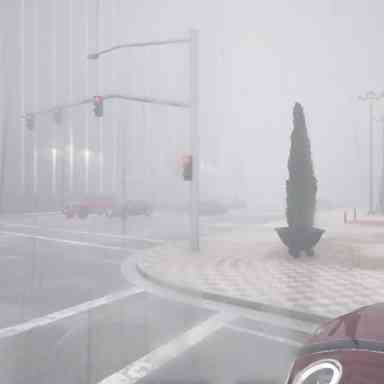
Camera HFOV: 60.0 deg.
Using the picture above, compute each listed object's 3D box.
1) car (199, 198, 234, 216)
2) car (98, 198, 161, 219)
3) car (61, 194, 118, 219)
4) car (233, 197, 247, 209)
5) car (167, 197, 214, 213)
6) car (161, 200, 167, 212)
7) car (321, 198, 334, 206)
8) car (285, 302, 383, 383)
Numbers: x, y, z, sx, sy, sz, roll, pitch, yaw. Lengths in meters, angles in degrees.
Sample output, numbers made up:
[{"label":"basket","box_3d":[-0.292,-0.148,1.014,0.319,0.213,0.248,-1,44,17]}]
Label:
[{"label":"car","box_3d":[2.037,1.564,32.932,1.994,1.385,4.181,0,0,35]},{"label":"car","box_3d":[-5.277,1.492,28.909,2.128,1.511,4.902,0,0,35]},{"label":"car","box_3d":[-8.872,1.221,29.858,2.150,2.045,5.566,0,0,35]},{"label":"car","box_3d":[5.743,1.492,44.700,2.128,1.511,4.902,0,0,35]},{"label":"car","box_3d":[-0.067,1.492,36.381,2.128,1.511,4.902,0,0,35]},{"label":"car","box_3d":[-3.169,1.564,38.046,1.994,1.385,4.181,0,0,35]},{"label":"car","box_3d":[22.646,1.601,56.400,1.895,1.301,4.718,0,0,34]},{"label":"car","box_3d":[2.862,1.352,1.929,4.553,1.767,2.097,0,0,36]}]
